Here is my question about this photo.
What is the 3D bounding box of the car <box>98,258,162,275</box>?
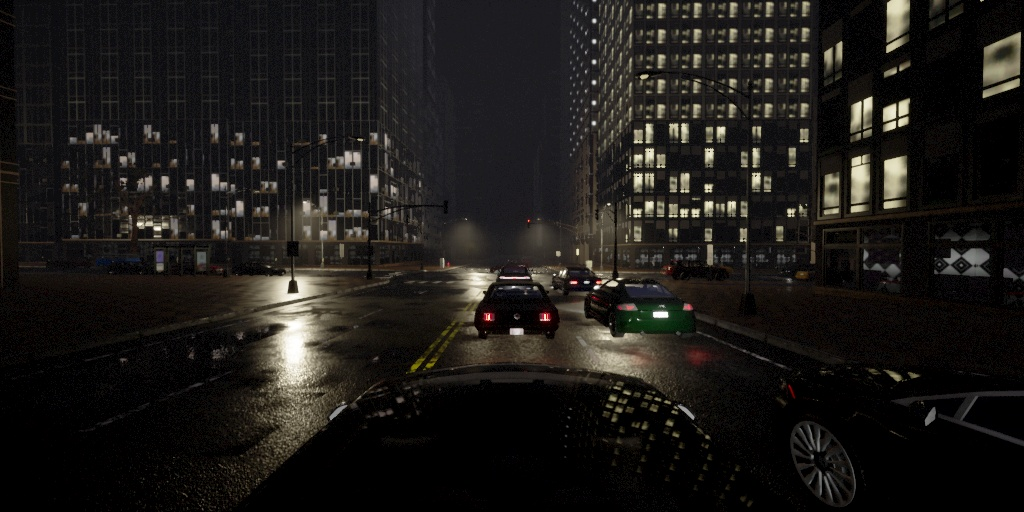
[{"bbox_3d":[-34.054,1.068,32.477,4.313,1.339,1.948,0,0,1],"label":"car"}]

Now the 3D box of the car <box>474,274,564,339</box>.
[{"bbox_3d":[0.110,1.347,9.979,1.895,1.301,4.718,0,0,0],"label":"car"}]

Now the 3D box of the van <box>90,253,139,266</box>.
[{"bbox_3d":[-45.232,0.603,41.154,3.998,1.789,1.690,0,0,1],"label":"van"}]

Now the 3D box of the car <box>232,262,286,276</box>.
[{"bbox_3d":[-22.689,1.172,32.153,4.313,1.339,1.948,0,0,1],"label":"car"}]

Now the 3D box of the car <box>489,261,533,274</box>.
[{"bbox_3d":[0.123,1.232,19.235,2.128,1.511,4.902,0,0,0],"label":"car"}]

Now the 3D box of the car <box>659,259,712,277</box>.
[{"bbox_3d":[17.972,1.225,37.311,4.553,1.767,2.097,0,1,1],"label":"car"}]

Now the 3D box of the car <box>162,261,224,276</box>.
[{"bbox_3d":[-28.373,1.137,32.295,4.207,1.307,1.802,0,0,1],"label":"car"}]

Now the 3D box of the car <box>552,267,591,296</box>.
[{"bbox_3d":[3.409,1.288,19.435,2.033,1.411,5.357,0,0,-3],"label":"car"}]

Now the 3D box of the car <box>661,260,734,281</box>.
[{"bbox_3d":[16.235,1.267,31.568,5.009,1.841,2.192,0,0,1],"label":"car"}]

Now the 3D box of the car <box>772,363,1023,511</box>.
[{"bbox_3d":[3.340,1.242,1.375,2.128,1.511,4.902,0,0,0],"label":"car"}]

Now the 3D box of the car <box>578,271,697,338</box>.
[{"bbox_3d":[3.369,1.310,10.205,1.994,1.385,4.181,0,0,-1],"label":"car"}]

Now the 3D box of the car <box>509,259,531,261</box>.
[{"bbox_3d":[-0.322,1.276,37.626,4.181,1.385,1.994,1,1,1],"label":"car"}]

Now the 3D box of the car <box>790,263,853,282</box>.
[{"bbox_3d":[27.683,1.577,31.354,4.829,1.417,1.751,0,0,1],"label":"car"}]

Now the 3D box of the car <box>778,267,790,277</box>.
[{"bbox_3d":[30.311,1.487,37.077,4.892,1.490,1.837,1,1,1],"label":"car"}]
